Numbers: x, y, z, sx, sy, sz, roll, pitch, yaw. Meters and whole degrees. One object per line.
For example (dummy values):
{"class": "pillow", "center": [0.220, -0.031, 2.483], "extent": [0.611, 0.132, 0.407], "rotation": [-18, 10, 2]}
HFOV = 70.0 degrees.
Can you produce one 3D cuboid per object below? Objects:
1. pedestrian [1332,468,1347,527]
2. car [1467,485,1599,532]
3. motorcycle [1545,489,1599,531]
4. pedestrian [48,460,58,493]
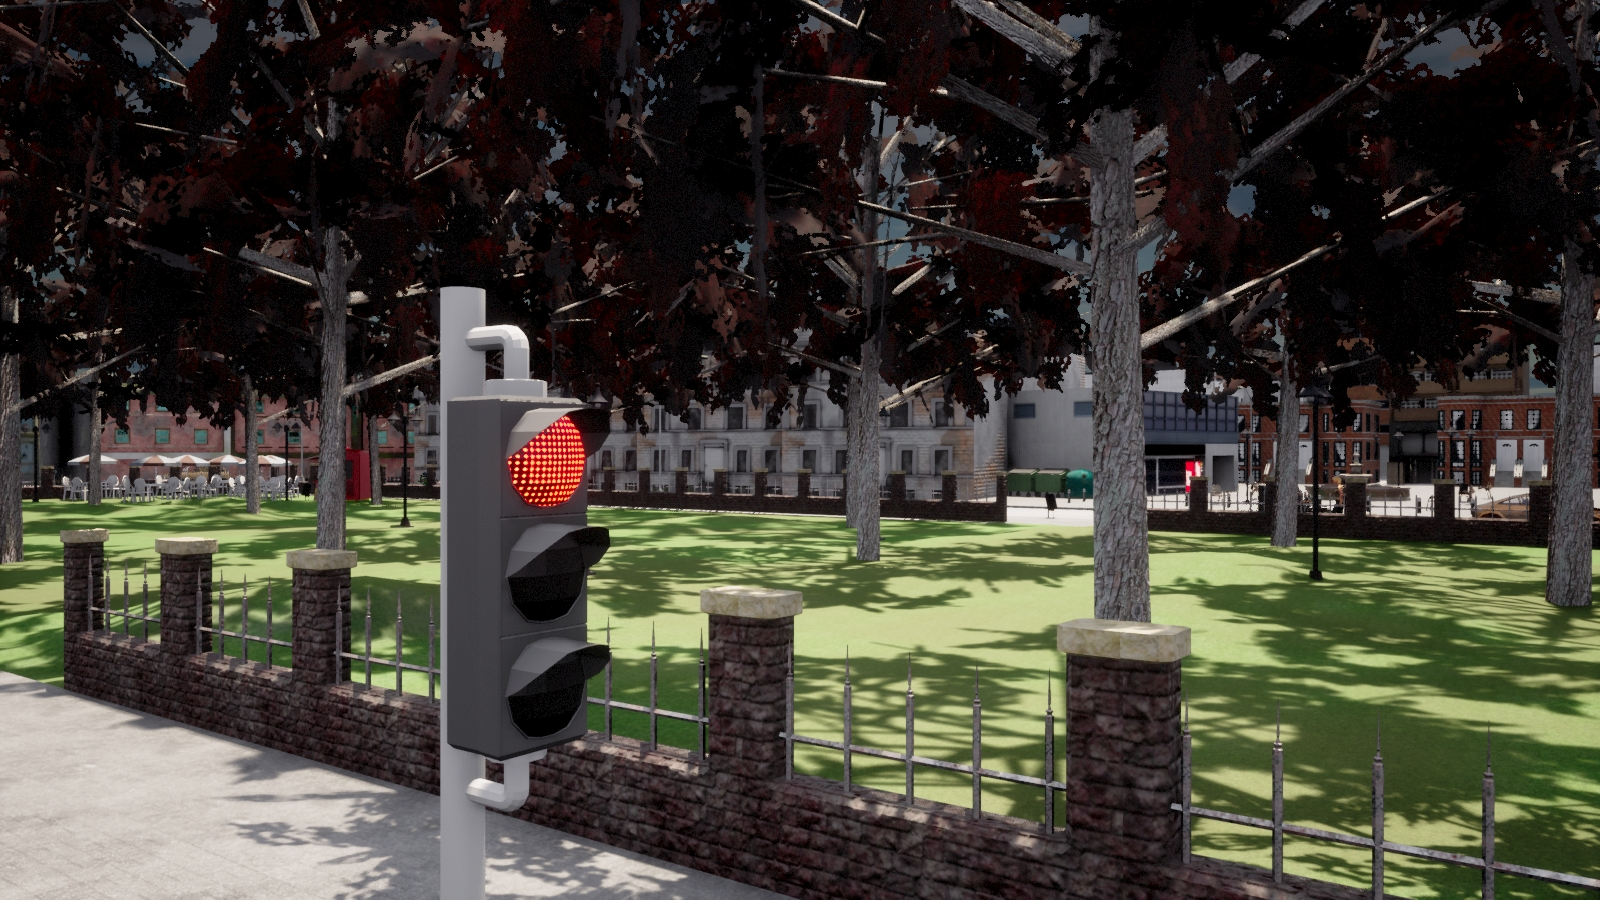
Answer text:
{"class": "pedestrian", "center": [17.392, 1.523, 36.819], "extent": [0.375, 1.860, 0.375], "rotation": [0, 0, 36]}
{"class": "car", "center": [24.491, 1.899, 37.604], "extent": [4.181, 1.385, 1.994], "rotation": [0, 0, 37]}
{"class": "motorcycle", "center": [25.489, 1.950, 36.881], "extent": [2.356, 1.277, 0.764], "rotation": [0, 0, 36]}
{"class": "pedestrian", "center": [-42.782, 1.525, 65.447], "extent": [0.375, 1.860, 0.375], "rotation": [0, 0, 35]}
